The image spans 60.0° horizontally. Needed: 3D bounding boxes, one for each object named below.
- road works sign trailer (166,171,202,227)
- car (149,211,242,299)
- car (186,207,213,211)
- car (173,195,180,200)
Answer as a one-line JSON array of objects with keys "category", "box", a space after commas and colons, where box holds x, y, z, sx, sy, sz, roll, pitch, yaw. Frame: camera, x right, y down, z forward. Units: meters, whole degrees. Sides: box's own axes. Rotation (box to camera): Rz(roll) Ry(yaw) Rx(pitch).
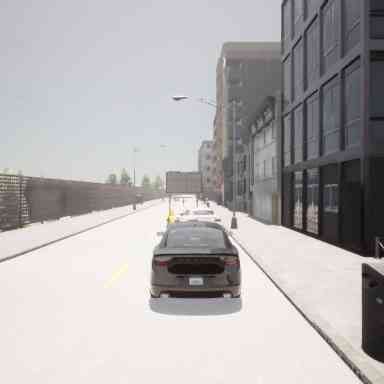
[{"category": "road works sign trailer", "box": [-0.569, 0.464, 21.382, 2.380, 3.560, 2.880, 0, 0, -17]}, {"category": "car", "box": [0.072, 1.478, 8.540, 1.882, 1.535, 5.008, 0, 0, 0]}, {"category": "car", "box": [0.373, 1.540, 17.893, 1.812, 1.442, 4.674, 0, -1, -8]}, {"category": "car", "box": [-4.284, 1.525, 90.604, 1.812, 1.442, 4.674, 0, 0, 0]}]
